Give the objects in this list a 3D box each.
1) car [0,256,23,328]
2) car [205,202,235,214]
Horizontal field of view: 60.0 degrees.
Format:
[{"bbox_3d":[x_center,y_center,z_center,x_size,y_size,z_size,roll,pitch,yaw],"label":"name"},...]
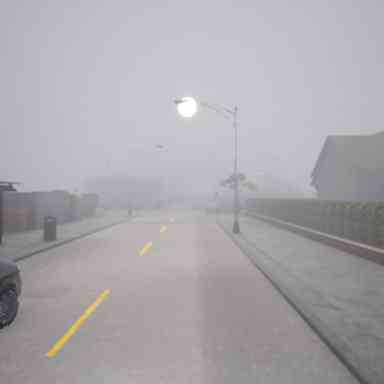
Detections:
[{"bbox_3d":[-4.071,1.581,4.457,1.812,1.442,4.674,0,-1,0],"label":"car"},{"bbox_3d":[3.853,2.066,44.212,4.674,1.442,1.812,0,-1,-38],"label":"car"}]
